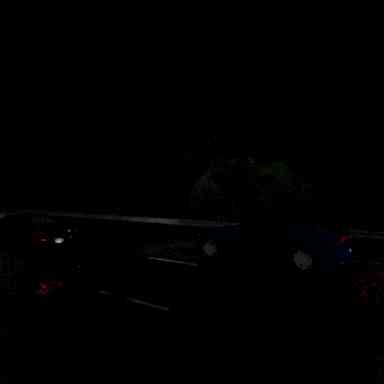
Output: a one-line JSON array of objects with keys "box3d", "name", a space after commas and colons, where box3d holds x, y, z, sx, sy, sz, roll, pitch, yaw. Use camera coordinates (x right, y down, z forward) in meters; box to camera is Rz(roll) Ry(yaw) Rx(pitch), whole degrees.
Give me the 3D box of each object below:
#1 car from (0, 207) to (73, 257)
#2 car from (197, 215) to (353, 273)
[{"box3d": [-6.529, 1.521, 12.950, 4.674, 1.442, 1.812, 0, 0, 36], "name": "car"}, {"box3d": [2.463, 1.477, 10.834, 5.008, 1.535, 1.882, 0, 0, 36], "name": "car"}]
